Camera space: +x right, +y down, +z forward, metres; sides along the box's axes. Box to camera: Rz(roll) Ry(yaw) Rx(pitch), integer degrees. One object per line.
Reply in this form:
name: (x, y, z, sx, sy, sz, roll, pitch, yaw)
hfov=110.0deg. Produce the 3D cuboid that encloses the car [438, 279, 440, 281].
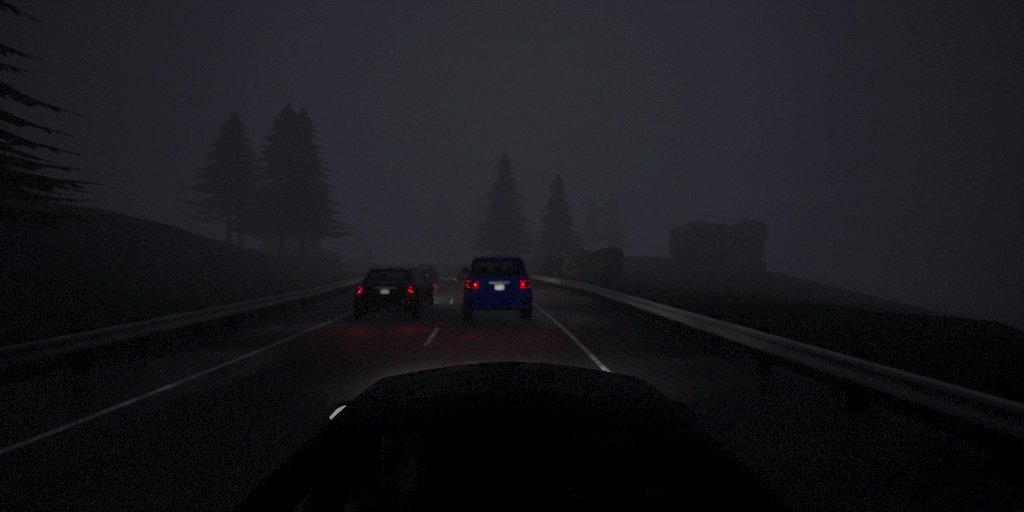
car: (-7.403, 1.397, 30.939, 1.812, 1.442, 4.674, 0, 0, -14)

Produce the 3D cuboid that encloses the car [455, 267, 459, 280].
car: (-3.719, 1.420, 30.590, 1.994, 1.385, 4.181, 0, 0, -14)

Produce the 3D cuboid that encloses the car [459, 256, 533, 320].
car: (-0.617, 1.012, 13.072, 2.150, 2.045, 5.566, 0, 0, -5)

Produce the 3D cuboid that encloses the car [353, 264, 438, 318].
car: (-4.206, 1.155, 13.391, 2.097, 1.767, 4.553, 0, 0, -6)
